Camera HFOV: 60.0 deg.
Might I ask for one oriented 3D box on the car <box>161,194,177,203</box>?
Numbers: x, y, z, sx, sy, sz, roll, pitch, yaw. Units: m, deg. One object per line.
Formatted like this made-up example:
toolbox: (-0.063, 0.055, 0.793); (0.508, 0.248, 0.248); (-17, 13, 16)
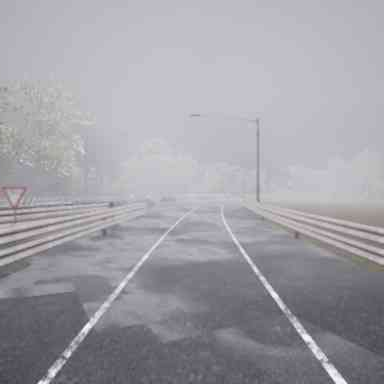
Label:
car: (-4.361, 1.199, 64.215); (2.097, 1.767, 4.553); (0, 0, 14)

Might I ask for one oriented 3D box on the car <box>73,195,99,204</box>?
car: (-13.068, 1.154, 42.069); (2.097, 1.767, 4.553); (0, 0, 12)

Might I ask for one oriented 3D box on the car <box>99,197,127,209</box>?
car: (-9.526, 1.367, 41.855); (1.994, 1.385, 4.181); (0, 0, 12)

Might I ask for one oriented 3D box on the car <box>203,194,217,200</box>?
car: (5.222, 1.433, 86.869); (2.033, 1.411, 5.357); (0, 0, 16)

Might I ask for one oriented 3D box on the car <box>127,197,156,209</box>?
car: (-6.001, 1.367, 41.594); (1.994, 1.385, 4.181); (0, 0, 12)

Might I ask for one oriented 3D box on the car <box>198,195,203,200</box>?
car: (2.802, 1.428, 91.173); (1.812, 1.442, 4.674); (0, 0, 16)

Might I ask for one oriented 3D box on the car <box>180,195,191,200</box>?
car: (-1.781, 1.450, 87.815); (1.994, 1.385, 4.181); (0, 0, 16)
